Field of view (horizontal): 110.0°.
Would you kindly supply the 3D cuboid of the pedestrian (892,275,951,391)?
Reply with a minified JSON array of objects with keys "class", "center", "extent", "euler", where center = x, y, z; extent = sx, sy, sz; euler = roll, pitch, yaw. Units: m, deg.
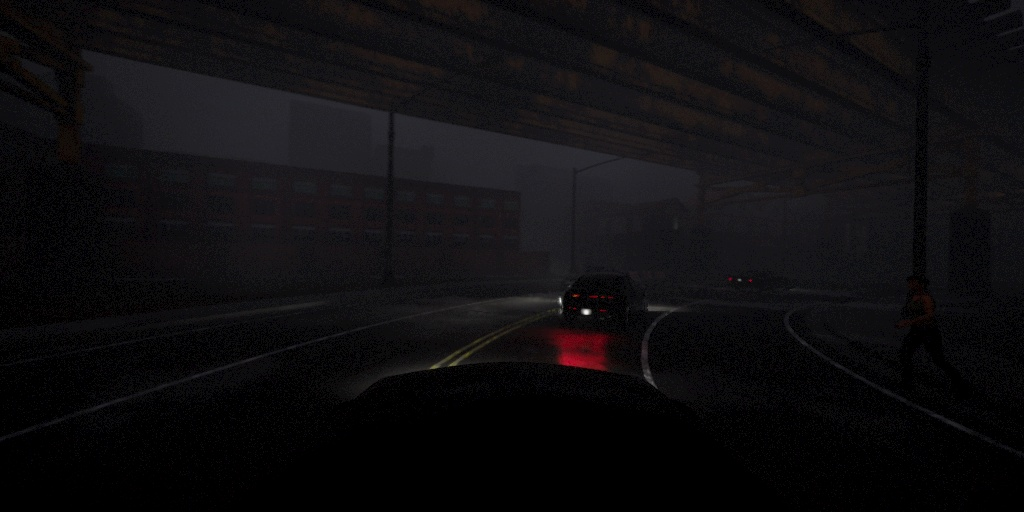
[{"class":"pedestrian","center":[6.274,1.167,5.509],"extent":[0.375,1.860,0.375],"euler":[1,0,17]}]

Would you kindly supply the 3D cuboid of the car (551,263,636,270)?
[{"class":"car","center":[4.695,1.336,20.160],"extent":[2.128,1.511,4.902],"euler":[1,0,44]}]

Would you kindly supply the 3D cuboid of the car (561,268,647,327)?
[{"class":"car","center":[3.255,1.319,12.055],"extent":[1.837,1.490,4.892],"euler":[0,-1,30]}]

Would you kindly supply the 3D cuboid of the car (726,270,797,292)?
[{"class":"car","center":[16.930,1.630,24.313],"extent":[5.357,1.411,2.033],"euler":[1,0,-27]}]
